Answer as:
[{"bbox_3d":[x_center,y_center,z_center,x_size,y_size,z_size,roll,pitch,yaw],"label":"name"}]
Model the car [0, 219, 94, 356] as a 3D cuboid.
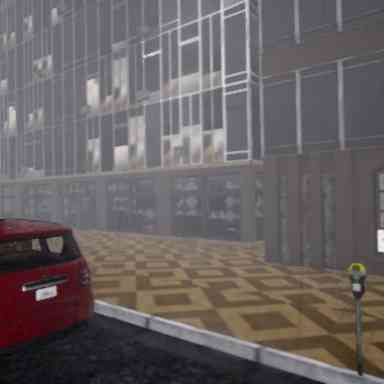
[{"bbox_3d":[-3.775,1.381,5.578,5.009,1.841,2.192,-1,-1,35],"label":"car"}]
